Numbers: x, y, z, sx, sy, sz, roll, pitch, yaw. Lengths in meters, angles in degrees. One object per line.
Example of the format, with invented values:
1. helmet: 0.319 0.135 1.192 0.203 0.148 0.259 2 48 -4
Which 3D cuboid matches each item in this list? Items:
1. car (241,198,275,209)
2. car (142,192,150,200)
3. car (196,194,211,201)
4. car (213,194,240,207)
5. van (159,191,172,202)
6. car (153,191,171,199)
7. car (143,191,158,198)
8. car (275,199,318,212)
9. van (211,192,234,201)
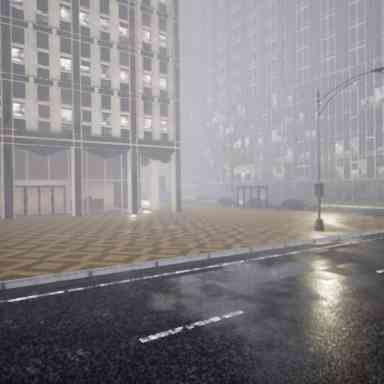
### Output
1. car: 8.410 1.373 40.559 1.802 1.307 4.206 -1 1 -34
2. car: -10.806 1.024 68.728 2.008 1.369 4.403 -1 1 -34
3. car: 2.539 1.024 64.102 1.802 1.307 4.206 -1 1 -34
4. car: 5.240 1.304 45.276 1.947 1.339 4.313 -1 1 -34
5. van: -4.369 0.922 59.356 1.690 1.788 3.998 -1 1 -34
6. car: -7.116 0.595 78.154 2.192 1.841 5.009 -1 1 -34
7. car: -10.334 0.666 82.840 1.967 1.590 4.097 -1 1 -34
8. car: 11.614 1.409 35.862 1.947 1.339 4.313 -1 1 -34
9. van: 5.756 0.836 59.414 1.690 1.788 3.998 -1 1 -34
